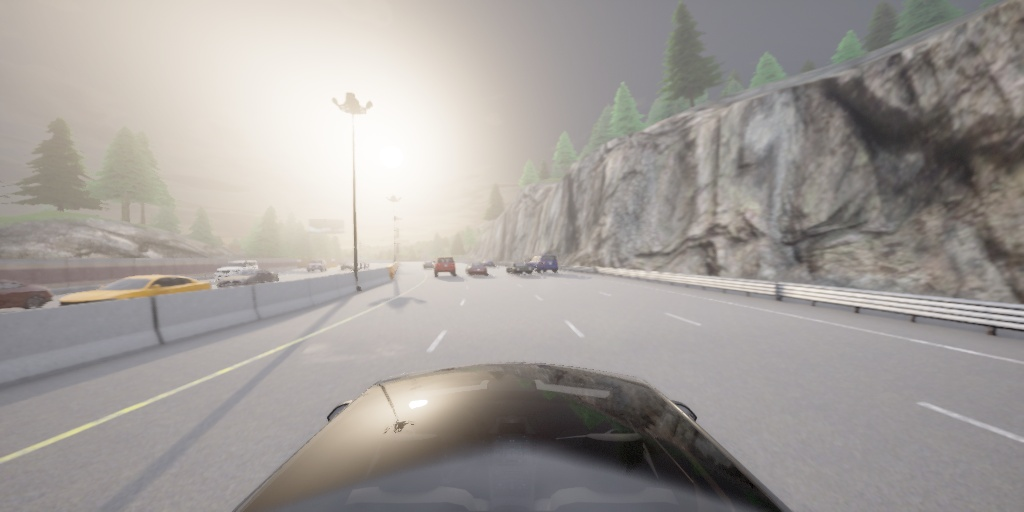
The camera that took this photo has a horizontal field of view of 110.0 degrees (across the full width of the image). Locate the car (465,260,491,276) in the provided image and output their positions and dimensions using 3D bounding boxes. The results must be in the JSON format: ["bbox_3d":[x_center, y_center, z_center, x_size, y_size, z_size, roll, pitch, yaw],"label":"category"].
[{"bbox_3d":[-3.913,1.397,39.084,1.994,1.385,4.181,-1,0,-13],"label":"car"}]

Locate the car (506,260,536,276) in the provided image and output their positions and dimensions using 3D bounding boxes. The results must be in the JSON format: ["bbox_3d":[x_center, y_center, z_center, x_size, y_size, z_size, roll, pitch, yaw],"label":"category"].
[{"bbox_3d":[0.667,1.347,37.540,1.895,1.301,4.718,-1,0,-13],"label":"car"}]

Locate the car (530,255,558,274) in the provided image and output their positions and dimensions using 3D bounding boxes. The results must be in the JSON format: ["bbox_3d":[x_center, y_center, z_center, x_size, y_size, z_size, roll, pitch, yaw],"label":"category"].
[{"bbox_3d":[3.354,0.915,40.022,2.150,2.045,5.566,-1,0,-14],"label":"car"}]

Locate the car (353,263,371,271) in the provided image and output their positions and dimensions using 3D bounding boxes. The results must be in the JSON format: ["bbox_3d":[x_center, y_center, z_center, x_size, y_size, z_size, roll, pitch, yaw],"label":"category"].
[{"bbox_3d":[-24.157,1.821,58.378,1.895,1.301,4.718,-1,0,-17],"label":"car"}]

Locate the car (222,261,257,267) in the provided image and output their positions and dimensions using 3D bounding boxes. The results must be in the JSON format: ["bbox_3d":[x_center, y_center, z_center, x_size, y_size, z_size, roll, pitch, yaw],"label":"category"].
[{"bbox_3d":[-29.034,1.529,38.142,2.150,2.045,5.566,-1,0,-14],"label":"car"}]

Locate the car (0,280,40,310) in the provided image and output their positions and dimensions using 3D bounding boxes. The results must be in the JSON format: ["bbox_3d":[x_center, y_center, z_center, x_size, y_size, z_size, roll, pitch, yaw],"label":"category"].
[{"bbox_3d":[-21.513,1.686,14.232,1.812,1.442,4.674,-1,0,-5],"label":"car"}]

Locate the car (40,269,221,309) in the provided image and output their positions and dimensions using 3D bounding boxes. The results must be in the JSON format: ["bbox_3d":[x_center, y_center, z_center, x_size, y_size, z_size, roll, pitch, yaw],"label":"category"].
[{"bbox_3d":[-14.492,1.505,14.208,1.882,1.535,5.008,-1,0,-4],"label":"car"}]

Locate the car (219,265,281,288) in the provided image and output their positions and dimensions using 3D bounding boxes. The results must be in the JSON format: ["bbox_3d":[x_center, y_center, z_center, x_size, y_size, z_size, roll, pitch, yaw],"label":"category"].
[{"bbox_3d":[-19.484,1.673,26.903,2.033,1.411,5.357,-1,0,-9],"label":"car"}]

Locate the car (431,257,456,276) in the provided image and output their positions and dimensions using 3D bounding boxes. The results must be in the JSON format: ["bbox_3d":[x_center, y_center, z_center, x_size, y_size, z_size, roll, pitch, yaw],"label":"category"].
[{"bbox_3d":[-7.479,1.123,39.682,2.150,2.045,5.566,-1,0,-14],"label":"car"}]
